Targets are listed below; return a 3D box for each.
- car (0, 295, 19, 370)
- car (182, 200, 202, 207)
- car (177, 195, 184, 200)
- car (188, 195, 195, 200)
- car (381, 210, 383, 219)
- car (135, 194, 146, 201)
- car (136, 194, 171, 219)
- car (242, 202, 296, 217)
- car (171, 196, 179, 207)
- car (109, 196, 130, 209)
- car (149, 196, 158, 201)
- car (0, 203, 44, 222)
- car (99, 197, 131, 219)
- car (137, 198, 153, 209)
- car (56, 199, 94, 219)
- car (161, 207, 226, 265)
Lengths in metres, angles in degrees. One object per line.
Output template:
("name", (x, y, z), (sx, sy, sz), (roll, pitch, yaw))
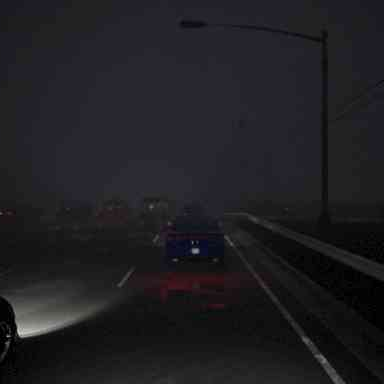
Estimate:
("car", (-3.400, 1.572, 2.932), (1.994, 1.385, 4.181), (0, 0, 0))
("car", (0.098, 1.619, 25.658), (2.033, 1.411, 5.357), (0, 0, -1))
("car", (-3.522, 1.763, 91.755), (1.812, 1.442, 4.674), (0, 0, 0))
("car", (-0.022, 1.843, 91.646), (1.895, 1.301, 4.718), (0, 0, 0))
("car", (17.154, 1.550, 25.176), (5.008, 1.535, 1.882), (0, 0, 28))
("car", (-14.022, 1.459, 91.227), (2.150, 2.045, 5.566), (0, 0, 0))
("car", (-3.407, 1.306, 30.550), (2.150, 2.045, 5.566), (0, 0, 0))
("car", (7.506, 1.640, 32.737), (2.033, 1.411, 5.357), (0, 0, -41))
("car", (-3.413, 1.701, 49.349), (1.994, 1.385, 4.181), (0, 0, 0))
("car", (-10.411, 1.485, 48.117), (2.097, 1.767, 4.553), (0, 0, 0))
("car", (-10.522, 1.734, 91.197), (1.837, 1.490, 4.892), (0, 0, 0))
("car", (-13.906, 1.621, 26.781), (2.033, 1.411, 5.357), (0, 0, 0))
("car", (-6.908, 1.436, 30.210), (2.097, 1.767, 4.553), (0, 0, 0))
("car", (-6.925, 1.663, 49.525), (1.812, 1.442, 4.674), (0, 0, 0))
("car", (-10.407, 1.434, 29.872), (2.097, 1.767, 4.553), (0, 0, 0))
("car", (0.097, 1.511, 11.888), (1.882, 1.535, 5.008), (0, 0, 0))
